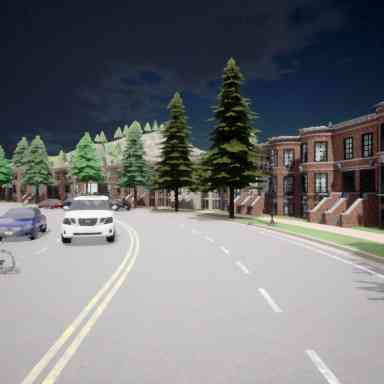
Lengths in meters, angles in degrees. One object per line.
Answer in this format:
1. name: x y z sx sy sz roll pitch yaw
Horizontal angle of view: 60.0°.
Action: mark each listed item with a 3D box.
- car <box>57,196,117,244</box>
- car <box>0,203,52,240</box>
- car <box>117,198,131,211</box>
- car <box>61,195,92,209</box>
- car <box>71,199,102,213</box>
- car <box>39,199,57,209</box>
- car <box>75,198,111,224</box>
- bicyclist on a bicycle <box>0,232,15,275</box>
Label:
1. car: -4.928 1.221 16.347 2.150 2.045 5.566 0 0 -13
2. car: -8.551 1.527 16.786 1.812 1.442 4.674 0 1 -14
3. car: -9.152 1.505 40.279 1.837 1.490 4.892 0 0 -40
4. car: -16.404 1.352 47.164 4.553 1.767 2.097 0 0 39
5. car: -12.360 1.526 38.696 1.812 1.442 4.674 0 0 -41
6. car: -18.998 1.564 44.841 4.181 1.385 1.994 0 0 37
7. car: -7.765 1.352 25.798 2.097 1.767 4.553 0 0 -25
8. bicyclist on a bicycle: -5.631 1.455 8.958 1.656 1.620 0.582 -2 0 -2
